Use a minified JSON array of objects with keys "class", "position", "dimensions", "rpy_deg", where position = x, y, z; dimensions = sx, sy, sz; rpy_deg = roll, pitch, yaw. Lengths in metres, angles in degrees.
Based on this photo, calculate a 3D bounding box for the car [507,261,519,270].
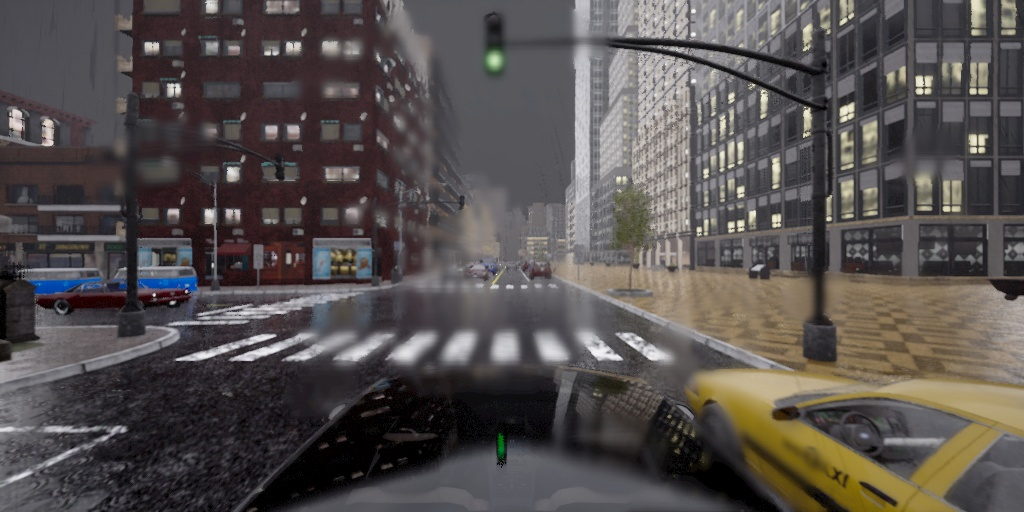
[{"class":"car","position":[-0.002,1.732,62.915],"dimensions":[2.128,1.511,4.902],"rpy_deg":[0,-1,0]}]

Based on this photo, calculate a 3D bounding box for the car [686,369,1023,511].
[{"class":"car","position":[2.689,1.275,1.893],"dimensions":[1.751,1.417,4.829],"rpy_deg":[0,0,0]}]

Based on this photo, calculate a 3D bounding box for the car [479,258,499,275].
[{"class":"car","position":[-3.104,1.301,44.552],"dimensions":[2.150,2.045,5.566],"rpy_deg":[0,0,-1]}]

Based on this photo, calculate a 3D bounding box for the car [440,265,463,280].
[{"class":"car","position":[-5.691,1.546,34.134],"dimensions":[2.007,1.370,4.403],"rpy_deg":[0,0,0]}]

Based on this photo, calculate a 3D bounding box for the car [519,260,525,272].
[{"class":"car","position":[2.689,1.496,56.238],"dimensions":[2.192,1.841,5.009],"rpy_deg":[0,0,0]}]

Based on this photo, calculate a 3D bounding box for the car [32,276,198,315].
[{"class":"car","position":[-16.549,1.701,15.143],"dimensions":[4.718,1.301,1.895],"rpy_deg":[-1,0,-1]}]

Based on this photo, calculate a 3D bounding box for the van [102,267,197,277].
[{"class":"van","position":[-20.767,1.531,20.892],"dimensions":[3.998,1.789,1.690],"rpy_deg":[0,0,-1]}]

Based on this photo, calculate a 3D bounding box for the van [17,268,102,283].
[{"class":"van","position":[-26.305,1.621,20.841],"dimensions":[3.998,1.789,1.690],"rpy_deg":[0,0,-1]}]

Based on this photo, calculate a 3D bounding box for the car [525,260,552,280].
[{"class":"car","position":[2.689,1.310,34.134],"dimensions":[2.192,1.841,5.009],"rpy_deg":[0,0,0]}]

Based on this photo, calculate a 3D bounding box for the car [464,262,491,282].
[{"class":"car","position":[-3.106,1.509,32.630],"dimensions":[1.812,1.442,4.674],"rpy_deg":[0,0,-2]}]
